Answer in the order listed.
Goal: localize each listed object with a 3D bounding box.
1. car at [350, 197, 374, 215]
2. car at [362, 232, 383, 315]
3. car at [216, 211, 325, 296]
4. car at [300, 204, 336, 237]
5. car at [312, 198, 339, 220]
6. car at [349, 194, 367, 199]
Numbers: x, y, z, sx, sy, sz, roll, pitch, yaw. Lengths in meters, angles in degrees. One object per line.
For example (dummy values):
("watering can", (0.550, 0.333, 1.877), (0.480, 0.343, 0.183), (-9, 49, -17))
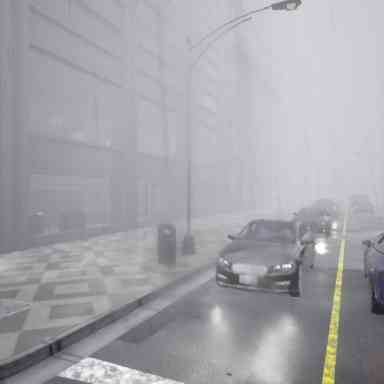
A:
("car", (17.507, 1.558, 34.076), (2.033, 1.411, 5.357), (0, 0, 26))
("car", (4.707, 1.527, 6.990), (1.812, 1.442, 4.674), (0, 0, 25))
("car", (2.166, 1.492, 8.878), (2.128, 1.511, 4.902), (0, 0, 25))
("car", (6.601, 1.567, 18.298), (1.994, 1.385, 4.181), (0, 0, 25))
("car", (11.417, 1.358, 28.497), (2.097, 1.767, 4.553), (0, 0, 25))
("car", (21.925, 1.236, 43.570), (2.150, 2.045, 5.566), (0, 0, 25))
